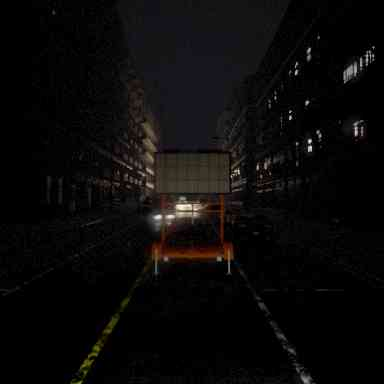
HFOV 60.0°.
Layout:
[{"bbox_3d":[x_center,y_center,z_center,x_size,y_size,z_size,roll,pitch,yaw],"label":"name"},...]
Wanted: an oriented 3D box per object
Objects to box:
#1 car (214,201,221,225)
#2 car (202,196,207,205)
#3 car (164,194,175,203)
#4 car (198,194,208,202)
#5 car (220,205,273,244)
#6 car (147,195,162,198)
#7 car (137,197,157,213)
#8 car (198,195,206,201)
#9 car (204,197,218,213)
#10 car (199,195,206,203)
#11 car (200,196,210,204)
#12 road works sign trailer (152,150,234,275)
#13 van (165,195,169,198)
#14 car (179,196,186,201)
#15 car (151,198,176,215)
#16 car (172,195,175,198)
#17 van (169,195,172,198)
[{"bbox_3d":[2.631,1.554,21.519,1.752,1.417,4.829,1,0,0],"label":"car"},{"bbox_3d":[2.676,1.633,43.470,2.008,1.369,4.403,1,0,0],"label":"car"},{"bbox_3d":[-5.128,1.524,76.732,2.192,1.841,5.009,1,0,0],"label":"car"},{"bbox_3d":[2.729,1.549,82.187,2.192,1.841,5.009,1,0,0],"label":"car"},{"bbox_3d":[2.618,1.563,15.817,1.887,1.381,4.507,1,0,0],"label":"car"},{"bbox_3d":[-5.197,1.397,43.551,2.192,1.841,5.009,2,0,0],"label":"car"},{"bbox_3d":[-5.215,1.592,37.849,1.752,1.417,4.829,2,0,0],"label":"car"},{"bbox_3d":[2.749,1.733,93.249,1.967,1.590,4.097,1,0,0],"label":"car"},{"bbox_3d":[2.665,1.612,37.939,1.887,1.381,4.507,1,0,0],"label":"car"},{"bbox_3d":[2.712,1.682,60.062,1.887,1.381,4.507,1,0,0],"label":"car"},{"bbox_3d":[2.745,1.624,71.124,1.967,1.590,4.097,1,0,0],"label":"car"},{"bbox_3d":[0.019,0.475,10.490,2.380,3.560,2.880,0,0,0],"label":"road works sign trailer"},{"bbox_3d":[-5.175,1.458,54.609,1.690,1.788,3.998,2,0,0],"label":"van"},{"bbox_3d":[-2.557,1.804,90.470,1.812,1.442,4.674,0,0,0],"label":"car"},{"bbox_3d":[-2.775,1.622,34.569,1.994,1.385,4.181,0,0,0],"label":"car"},{"bbox_3d":[-5.140,1.499,71.202,2.192,1.841,5.009,1,0,0],"label":"car"},{"bbox_3d":[-5.164,1.479,60.141,1.690,1.788,3.998,1,0,0],"label":"van"}]
